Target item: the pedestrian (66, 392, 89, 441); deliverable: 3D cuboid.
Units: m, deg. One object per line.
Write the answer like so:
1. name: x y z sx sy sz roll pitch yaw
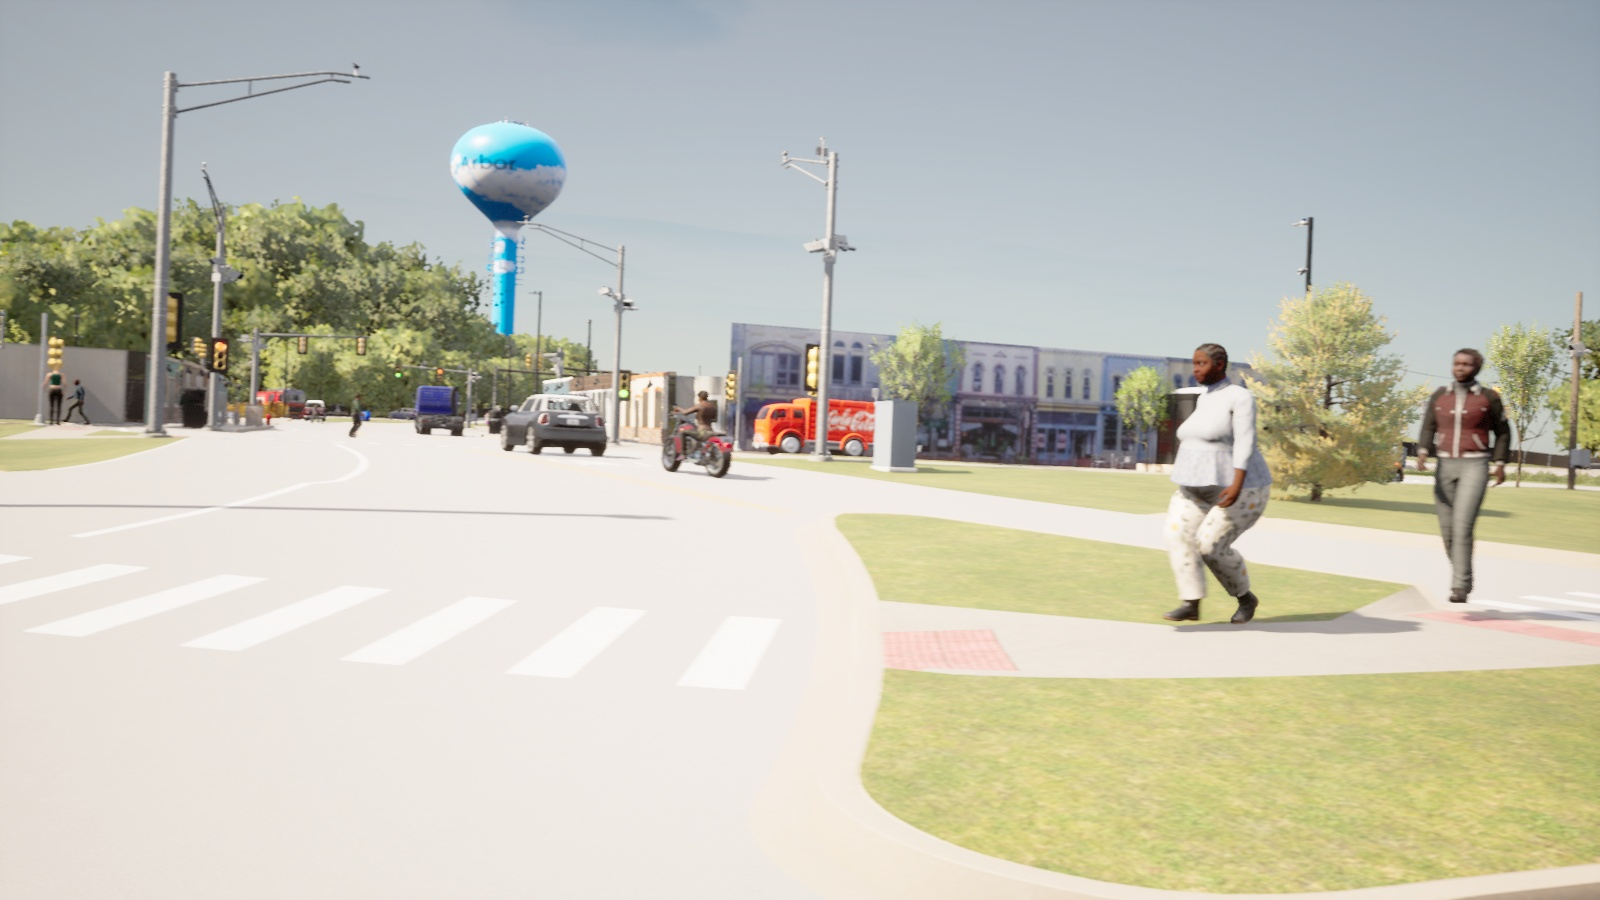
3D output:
1. pedestrian: -27.810 -1.286 48.319 0.726 1.835 0.370 1 0 -29

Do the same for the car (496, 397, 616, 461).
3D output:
1. car: -6.196 -0.535 31.570 1.970 1.475 3.806 1 1 -27

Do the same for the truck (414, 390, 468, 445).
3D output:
1. truck: -24.641 -2.195 85.999 2.891 3.462 7.936 1 1 -20

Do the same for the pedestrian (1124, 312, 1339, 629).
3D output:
1. pedestrian: 2.695 0.127 7.909 0.900 1.855 0.874 1 0 -19

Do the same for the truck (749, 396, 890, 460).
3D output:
1. truck: 0.781 -0.879 52.224 5.204 2.467 2.627 2 0 -18

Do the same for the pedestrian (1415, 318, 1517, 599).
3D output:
1. pedestrian: 4.780 0.060 9.013 0.666 1.930 0.402 1 0 -41

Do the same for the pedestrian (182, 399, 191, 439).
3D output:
1. pedestrian: -28.618 -1.420 58.583 0.353 1.847 0.614 1 0 -25

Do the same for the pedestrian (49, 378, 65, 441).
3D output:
1. pedestrian: -21.746 -1.177 36.752 0.345 1.836 0.594 1 0 -28

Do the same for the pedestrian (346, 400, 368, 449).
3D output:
1. pedestrian: -17.952 -1.017 50.918 0.788 1.949 0.423 1 0 -22

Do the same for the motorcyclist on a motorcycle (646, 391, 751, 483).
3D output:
1. motorcyclist on a motorcycle: -1.945 -0.275 23.632 0.766 1.649 2.350 1 2 -37
